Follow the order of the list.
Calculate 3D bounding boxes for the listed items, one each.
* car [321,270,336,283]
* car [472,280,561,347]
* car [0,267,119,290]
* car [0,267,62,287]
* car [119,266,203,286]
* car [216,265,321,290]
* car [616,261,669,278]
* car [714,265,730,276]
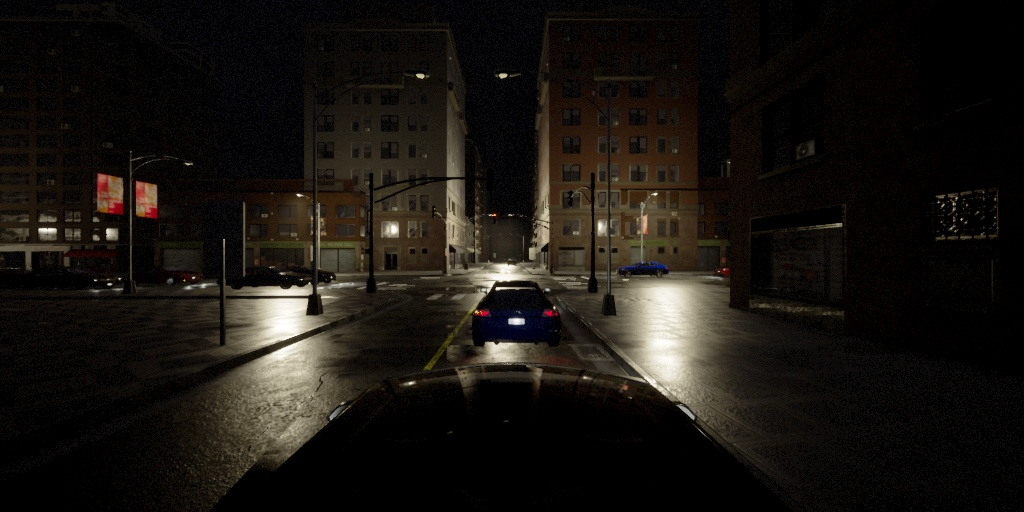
[{"bbox_3d":[-15.039,1.364,25.909,4.181,1.385,1.994,0,0,0],"label":"car"},{"bbox_3d":[0.098,1.314,9.373,1.994,1.385,4.181,0,0,0],"label":"car"},{"bbox_3d":[-28.029,1.396,22.601,5.357,1.411,2.033,0,0,0],"label":"car"},{"bbox_3d":[-35.958,1.474,25.822,4.718,1.301,1.895,0,0,0],"label":"car"},{"bbox_3d":[-24.987,1.402,25.860,4.181,1.385,1.994,0,0,-1],"label":"car"},{"bbox_3d":[-15.453,1.349,22.659,5.357,1.411,2.033,0,0,0],"label":"car"},{"bbox_3d":[11.866,1.218,32.735,4.674,1.442,1.812,0,0,0],"label":"car"},{"bbox_3d":[20.905,1.225,32.772,4.181,1.385,1.994,0,0,0],"label":"car"}]
